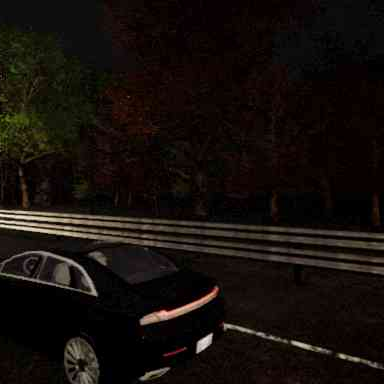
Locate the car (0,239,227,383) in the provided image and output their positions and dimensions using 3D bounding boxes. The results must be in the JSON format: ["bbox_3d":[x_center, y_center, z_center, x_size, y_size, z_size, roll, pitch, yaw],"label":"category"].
[{"bbox_3d":[-1.835,1.498,5.175,4.902,1.511,2.128,0,0,35],"label":"car"}]
